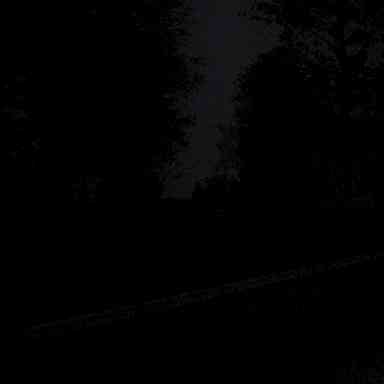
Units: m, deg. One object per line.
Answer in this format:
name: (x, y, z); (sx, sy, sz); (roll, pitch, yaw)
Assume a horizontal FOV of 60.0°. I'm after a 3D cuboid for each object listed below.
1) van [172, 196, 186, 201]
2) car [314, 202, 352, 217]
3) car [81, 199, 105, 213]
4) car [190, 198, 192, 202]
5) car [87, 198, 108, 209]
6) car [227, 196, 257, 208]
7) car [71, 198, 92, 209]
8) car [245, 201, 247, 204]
van: (-3.247, 1.774, 69.051); (1.878, 1.987, 4.442); (0, 0, -36)
car: (13.740, 1.760, 33.881); (2.128, 1.511, 4.902); (4, -3, -33)
car: (-13.383, 2.131, 45.431); (2.231, 1.521, 4.892); (0, 0, -36)
car: (-0.889, 2.013, 70.576); (2.163, 1.488, 4.792); (0, 0, -36)
car: (-16.827, 1.973, 59.127); (2.185, 1.767, 4.553); (0, 0, -36)
car: (9.192, 1.715, 61.796); (2.435, 2.045, 5.566); (0, 0, -36)
car: (-19.098, 1.990, 57.485); (2.185, 1.767, 4.553); (0, 0, -36)
car: (7.288, 1.704, 37.344); (2.128, 1.511, 4.902); (4, -3, -35)
